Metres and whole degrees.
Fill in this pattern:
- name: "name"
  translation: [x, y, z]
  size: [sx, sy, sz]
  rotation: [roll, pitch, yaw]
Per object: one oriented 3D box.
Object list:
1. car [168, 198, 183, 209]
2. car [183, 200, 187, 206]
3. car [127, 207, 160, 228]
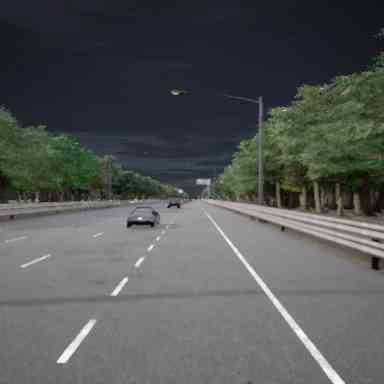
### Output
- name: "car"
  translation: [-3.278, 2.078, 63.003]
  size: [2.150, 2.045, 5.566]
  rotation: [0, -1, 0]
- name: "car"
  translation: [-3.068, 2.896, 88.110]
  size: [2.033, 1.411, 5.357]
  rotation: [0, -1, 1]
- name: "car"
  translation: [-3.463, 1.769, 24.224]
  size: [1.994, 1.385, 4.181]
  rotation: [0, -1, 0]
